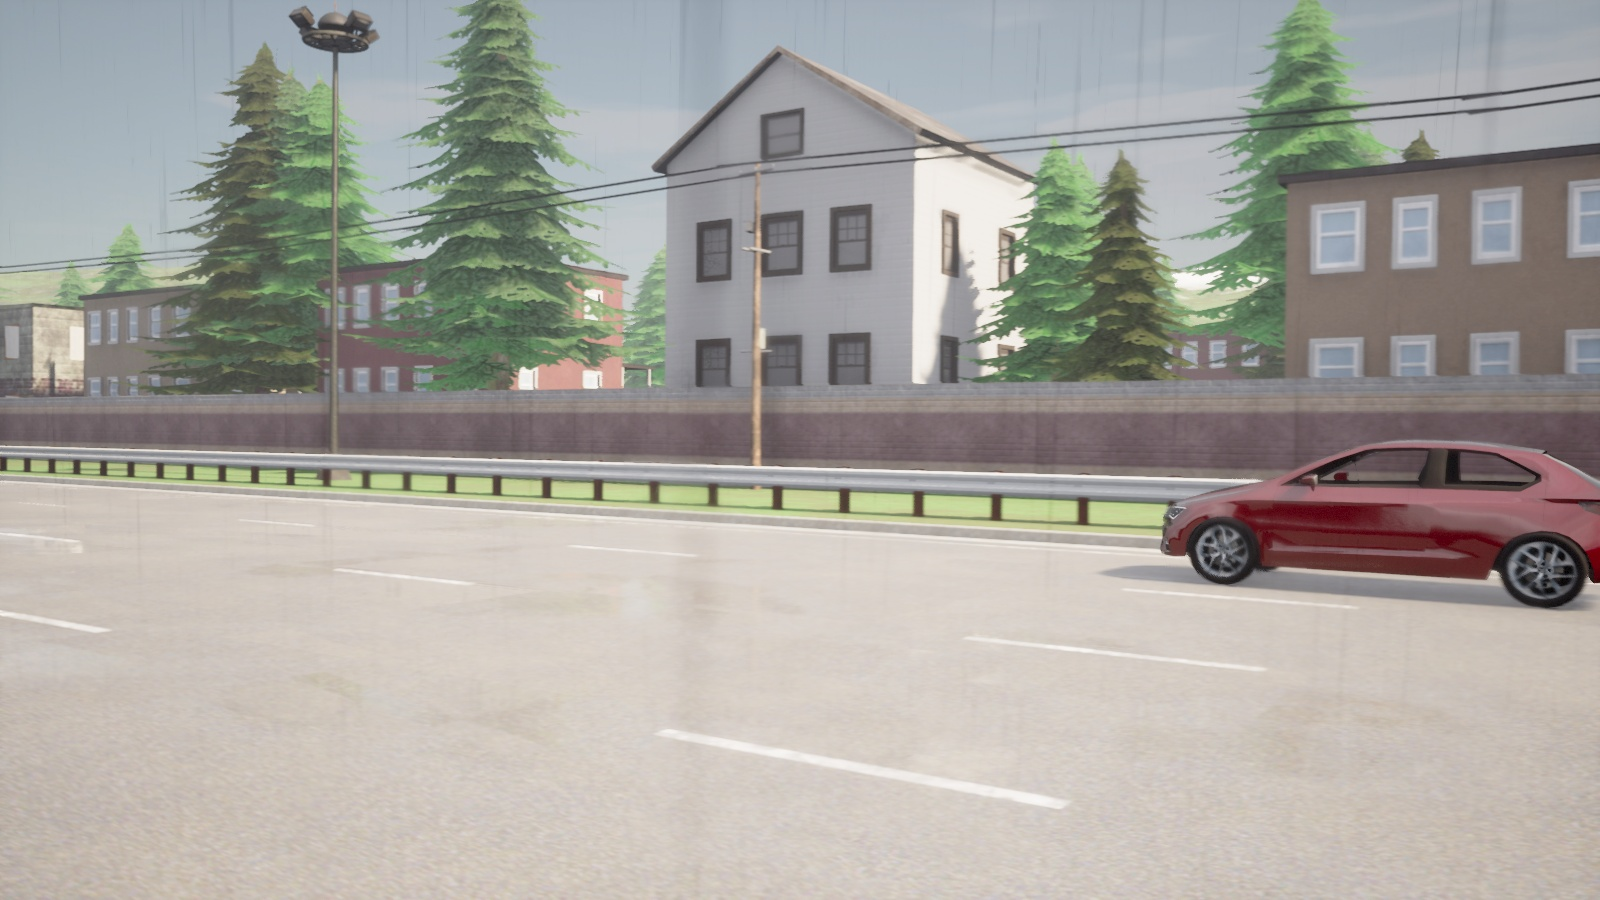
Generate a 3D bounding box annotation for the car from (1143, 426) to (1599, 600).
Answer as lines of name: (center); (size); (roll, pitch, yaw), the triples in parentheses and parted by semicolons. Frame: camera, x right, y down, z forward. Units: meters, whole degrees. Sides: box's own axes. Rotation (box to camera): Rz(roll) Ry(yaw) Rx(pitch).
car: (5.755, 0.524, 12.405); (4.193, 1.474, 1.816); (0, 1, 34)
